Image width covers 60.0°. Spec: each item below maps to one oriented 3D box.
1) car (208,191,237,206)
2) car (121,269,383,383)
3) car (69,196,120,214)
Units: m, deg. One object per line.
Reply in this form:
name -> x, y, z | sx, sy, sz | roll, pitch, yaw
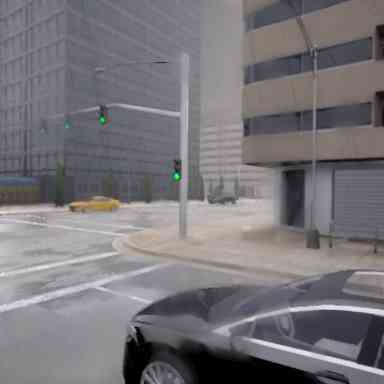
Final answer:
car -> 4.572, 0.906, 49.271 | 2.150, 2.045, 5.566 | 1, 1, 36
car -> 1.472, 1.487, 2.915 | 4.902, 1.511, 2.128 | 1, 1, 36
car -> -8.930, 1.159, 30.736 | 1.882, 1.535, 5.008 | 1, 1, 36
